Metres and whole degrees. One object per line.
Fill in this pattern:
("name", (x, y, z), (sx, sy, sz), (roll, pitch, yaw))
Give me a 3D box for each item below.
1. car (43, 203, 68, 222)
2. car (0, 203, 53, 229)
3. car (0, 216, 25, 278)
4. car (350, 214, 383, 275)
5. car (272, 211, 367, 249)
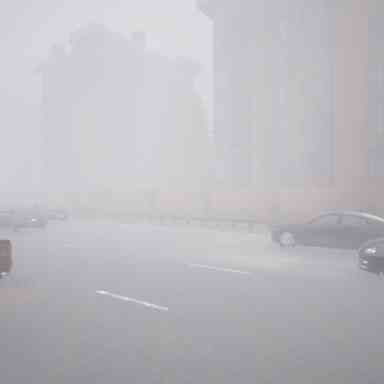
("car", (-11.103, 1.525, 24.803), (4.674, 1.442, 1.812), (0, 0, 36))
("car", (-10.700, 1.563, 20.217), (4.181, 1.385, 1.994), (0, 0, 35))
("car", (-6.701, 1.477, 8.770), (5.008, 1.535, 1.882), (0, 0, 35))
("car", (6.668, 1.492, 7.835), (4.902, 1.511, 2.128), (0, 0, 35))
("car", (5.600, 1.477, 12.894), (5.008, 1.535, 1.882), (0, 0, 35))
